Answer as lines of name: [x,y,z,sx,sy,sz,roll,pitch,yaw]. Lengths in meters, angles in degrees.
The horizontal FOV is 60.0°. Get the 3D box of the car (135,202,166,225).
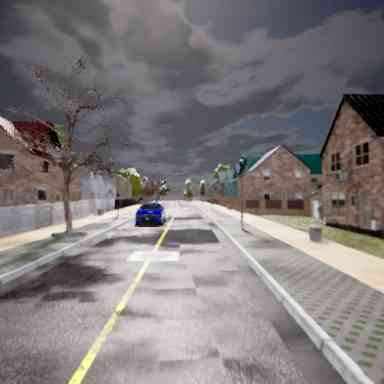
car: [-3.014,1.538,24.727,1.882,1.535,5.008,0,-1,-1]
